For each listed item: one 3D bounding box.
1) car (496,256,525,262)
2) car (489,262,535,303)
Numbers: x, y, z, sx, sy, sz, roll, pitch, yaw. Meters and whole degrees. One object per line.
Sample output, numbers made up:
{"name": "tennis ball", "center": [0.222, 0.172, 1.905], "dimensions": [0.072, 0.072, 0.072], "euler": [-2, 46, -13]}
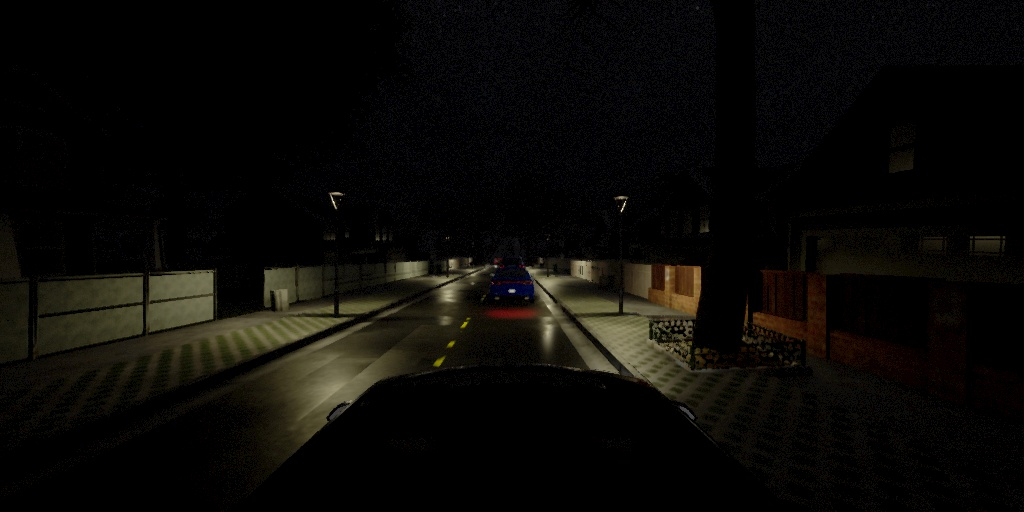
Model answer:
{"name": "car", "center": [0.001, 1.023, 31.546], "dimensions": [2.150, 2.045, 5.566], "euler": [0, 0, 0]}
{"name": "car", "center": [0.001, 1.231, 16.501], "dimensions": [1.882, 1.535, 5.008], "euler": [0, 0, 0]}
